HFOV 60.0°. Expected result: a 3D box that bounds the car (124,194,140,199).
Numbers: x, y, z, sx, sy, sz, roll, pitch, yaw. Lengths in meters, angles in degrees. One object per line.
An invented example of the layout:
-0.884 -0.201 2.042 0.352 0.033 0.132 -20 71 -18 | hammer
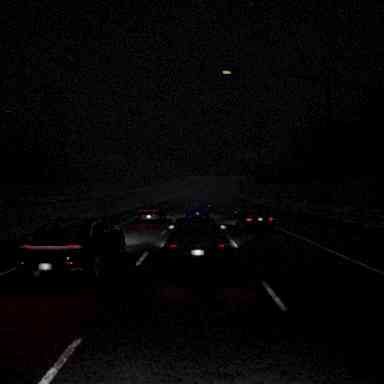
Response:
-11.937 1.268 68.756 2.033 1.411 5.357 0 1 3 | car

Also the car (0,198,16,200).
-17.163 1.357 30.207 2.097 1.767 4.553 0 0 2 | car

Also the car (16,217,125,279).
-3.335 1.496 10.026 2.128 1.511 4.902 0 0 1 | car

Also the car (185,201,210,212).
0.472 1.494 27.846 1.882 1.535 5.008 0 0 1 | car

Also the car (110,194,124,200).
-15.295 1.192 71.214 1.837 1.490 4.892 0 1 3 | car

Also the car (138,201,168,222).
-3.062 1.518 26.424 1.837 1.490 4.892 0 0 1 | car

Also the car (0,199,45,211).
-13.735 1.554 27.882 2.033 1.411 5.357 0 0 1 | car

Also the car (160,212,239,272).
0.174 1.570 10.790 1.994 1.385 4.181 0 0 1 | car

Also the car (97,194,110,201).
-18.788 1.186 71.439 1.837 1.490 4.892 0 1 3 | car

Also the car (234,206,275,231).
3.819 1.562 20.881 2.033 1.411 5.357 0 0 1 | car
